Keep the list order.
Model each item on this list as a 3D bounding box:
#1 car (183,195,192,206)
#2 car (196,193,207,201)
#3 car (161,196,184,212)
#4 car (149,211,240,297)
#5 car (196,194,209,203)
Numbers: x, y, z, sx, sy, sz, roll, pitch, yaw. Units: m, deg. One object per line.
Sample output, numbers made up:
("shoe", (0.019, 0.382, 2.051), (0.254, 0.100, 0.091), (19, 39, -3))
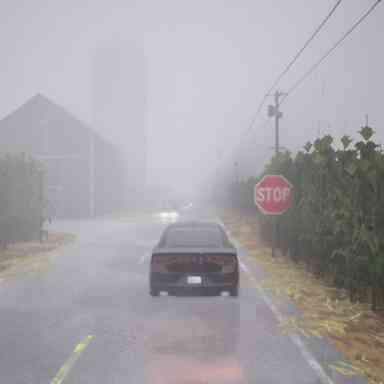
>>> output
("car", (-1.573, 1.347, 53.061), (2.097, 1.767, 4.553), (0, 0, 4))
("car", (2.251, 1.178, 78.604), (2.097, 1.767, 4.553), (0, 0, -4))
("car", (-2.486, 1.487, 39.249), (2.128, 1.511, 4.902), (0, 0, 3))
("car", (0.057, 1.477, 8.650), (1.882, 1.535, 5.008), (0, 0, 0))
("car", (2.488, 1.485, 68.497), (2.128, 1.511, 4.902), (0, 0, -1))
